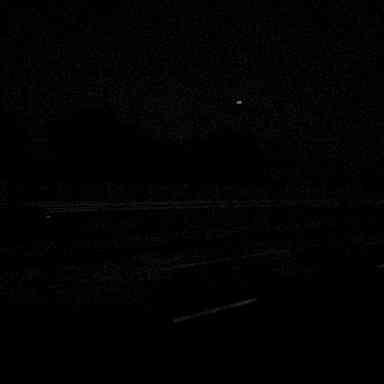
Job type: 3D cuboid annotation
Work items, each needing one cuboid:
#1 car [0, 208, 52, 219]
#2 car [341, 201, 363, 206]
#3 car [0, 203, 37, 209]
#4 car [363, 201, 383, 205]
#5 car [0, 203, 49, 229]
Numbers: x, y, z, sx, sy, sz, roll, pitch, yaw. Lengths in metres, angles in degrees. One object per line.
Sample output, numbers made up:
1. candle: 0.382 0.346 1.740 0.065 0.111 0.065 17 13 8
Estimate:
1. car: -8.669 1.603 15.006 4.718 1.301 1.895 0 0 -36
2. car: 22.424 1.823 45.671 4.718 1.301 1.895 1 -1 -36
3. car: -10.151 1.529 18.247 4.674 1.442 1.812 0 0 -35
4. car: 24.481 1.839 42.840 4.674 1.442 1.812 1 -1 -36
5. car: -11.933 1.508 21.276 4.892 1.490 1.837 0 0 -36
